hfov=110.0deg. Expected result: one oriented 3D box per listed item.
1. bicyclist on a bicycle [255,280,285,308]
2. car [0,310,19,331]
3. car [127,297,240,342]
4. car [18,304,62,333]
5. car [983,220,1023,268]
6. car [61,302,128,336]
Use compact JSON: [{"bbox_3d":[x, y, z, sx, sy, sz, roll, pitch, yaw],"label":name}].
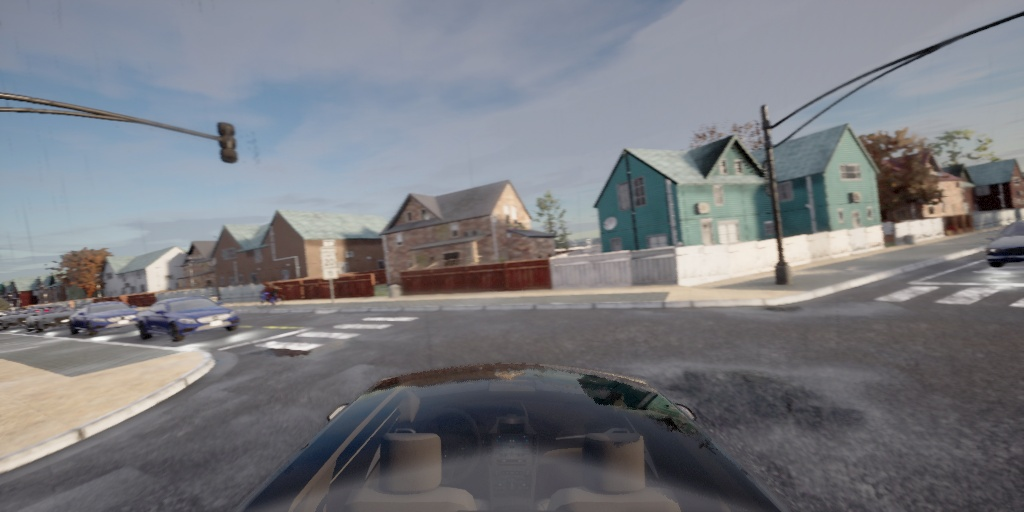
[{"bbox_3d":[-14.552,2.262,21.526,0.582,1.620,1.656,-6,0,28],"label":"bicyclist on a bicycle"},{"bbox_3d":[-37.379,4.746,27.285,4.181,1.385,1.994,-6,0,29],"label":"car"},{"bbox_3d":[-12.508,2.313,13.772,4.674,1.442,1.812,-5,0,29],"label":"car"},{"bbox_3d":[-28.590,3.890,22.488,4.181,1.385,1.994,-6,0,28],"label":"car"},{"bbox_3d":[17.449,-0.521,11.730,5.357,1.411,2.033,-6,0,-29],"label":"car"},{"bbox_3d":[-20.497,3.073,18.099,4.674,1.442,1.812,-5,0,28],"label":"car"}]
